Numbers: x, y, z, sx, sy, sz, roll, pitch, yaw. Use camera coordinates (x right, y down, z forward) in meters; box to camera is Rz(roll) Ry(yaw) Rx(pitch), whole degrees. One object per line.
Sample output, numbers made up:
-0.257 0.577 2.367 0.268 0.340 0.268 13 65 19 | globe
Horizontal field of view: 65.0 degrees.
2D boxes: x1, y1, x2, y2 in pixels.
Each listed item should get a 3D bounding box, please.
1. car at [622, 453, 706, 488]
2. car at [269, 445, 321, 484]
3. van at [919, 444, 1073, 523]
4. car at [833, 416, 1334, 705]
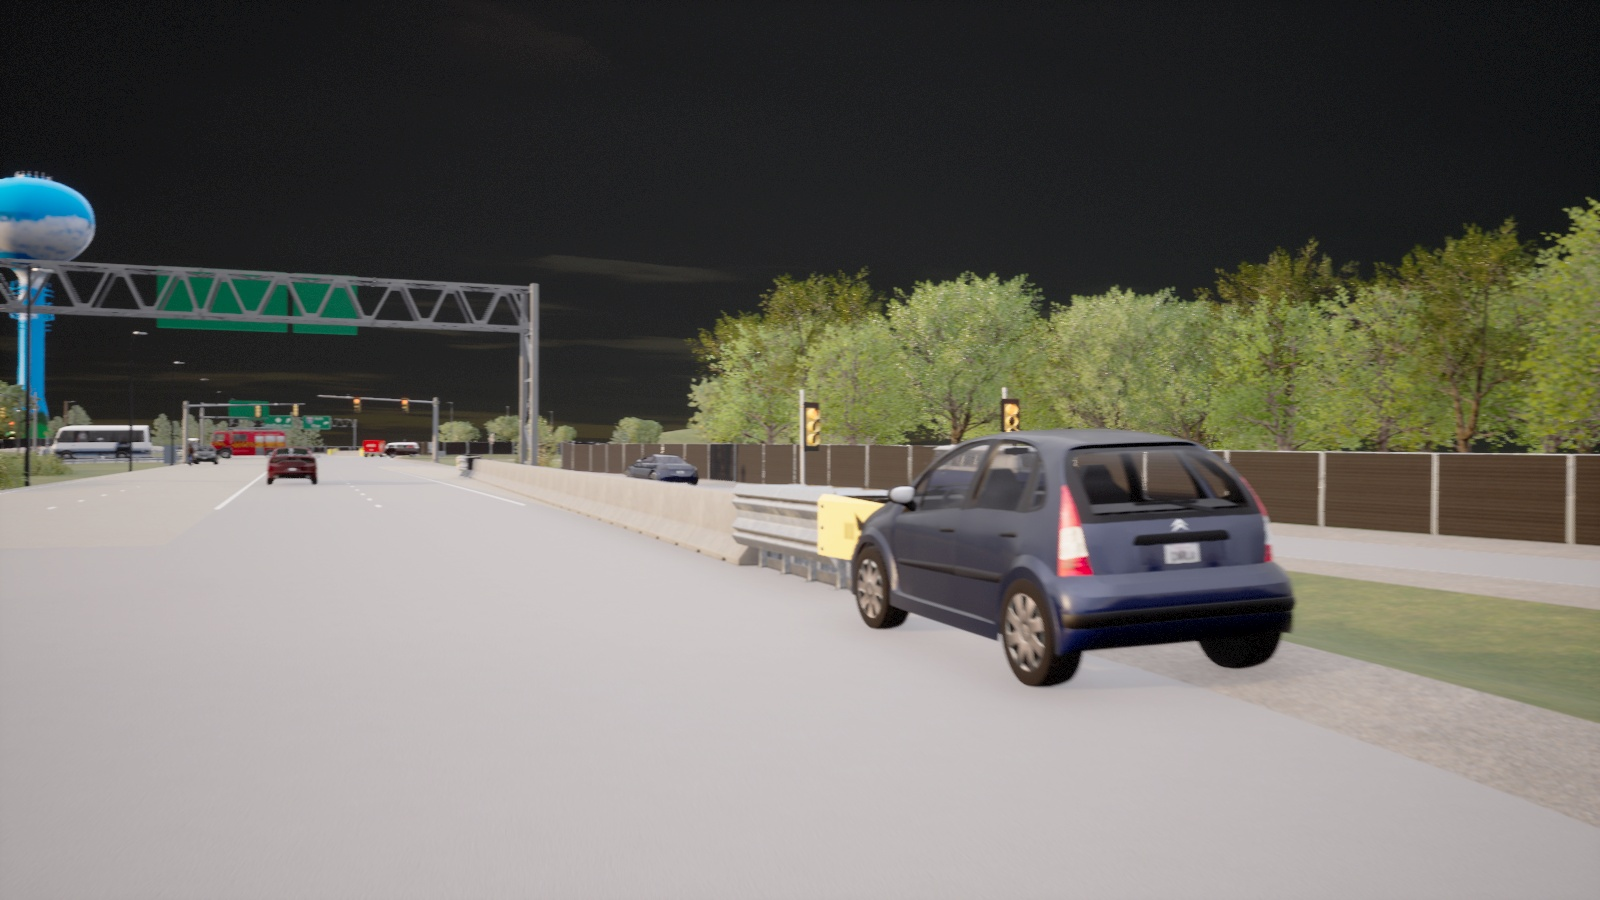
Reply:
-5.875 0.857 53.845 1.994 1.385 4.181 1 0 -30 | car
-20.706 0.575 51.563 1.882 1.535 5.008 0 0 -22 | car
5.312 0.862 34.640 1.775 1.987 4.442 1 1 -30 | van
1.798 0.616 9.388 1.851 1.617 3.988 -2 1 -18 | car
